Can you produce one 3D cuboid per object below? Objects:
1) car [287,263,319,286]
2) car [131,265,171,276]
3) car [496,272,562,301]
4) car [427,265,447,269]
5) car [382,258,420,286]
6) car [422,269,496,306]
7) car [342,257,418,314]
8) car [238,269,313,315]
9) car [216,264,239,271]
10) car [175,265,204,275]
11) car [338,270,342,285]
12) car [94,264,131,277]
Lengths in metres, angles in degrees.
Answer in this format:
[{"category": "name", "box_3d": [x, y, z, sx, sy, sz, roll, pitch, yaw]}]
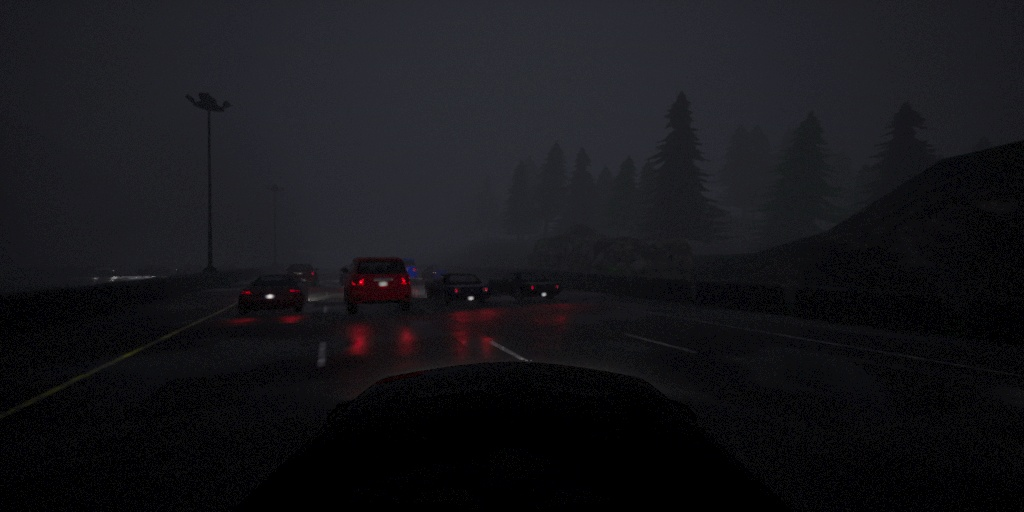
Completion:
[{"category": "car", "box_3d": [-15.889, 1.321, 27.199, 2.097, 1.767, 4.553, 0, -1, -26]}, {"category": "car", "box_3d": [-44.379, 1.766, 44.416, 1.895, 1.301, 4.718, 0, -1, -26]}, {"category": "car", "box_3d": [0.465, 1.466, 18.189, 1.895, 1.301, 4.718, 0, -1, -26]}, {"category": "car", "box_3d": [-6.952, 1.547, 32.805, 1.812, 1.442, 4.674, 0, 0, -26]}, {"category": "car", "box_3d": [-9.259, 1.212, 29.579, 2.150, 2.045, 5.566, 0, 0, -26]}, {"category": "car", "box_3d": [-2.656, 1.452, 16.605, 1.895, 1.301, 4.718, 0, -1, -26]}, {"category": "car", "box_3d": [-5.572, 1.055, 14.610, 2.150, 2.045, 5.566, 0, 0, -26]}, {"category": "car", "box_3d": [-9.307, 1.396, 14.268, 1.994, 1.385, 4.181, 0, -1, -26]}, {"category": "car", "box_3d": [-38.770, 1.770, 48.827, 1.994, 1.385, 4.181, 0, -1, -26]}, {"category": "car", "box_3d": [-41.295, 1.781, 46.061, 1.895, 1.301, 4.718, 0, -1, -26]}, {"category": "car", "box_3d": [-12.844, 1.477, 28.932, 2.128, 1.511, 4.902, 0, -1, -26]}, {"category": "car", "box_3d": [-47.489, 1.676, 42.809, 1.812, 1.442, 4.674, 0, -1, -26]}]
